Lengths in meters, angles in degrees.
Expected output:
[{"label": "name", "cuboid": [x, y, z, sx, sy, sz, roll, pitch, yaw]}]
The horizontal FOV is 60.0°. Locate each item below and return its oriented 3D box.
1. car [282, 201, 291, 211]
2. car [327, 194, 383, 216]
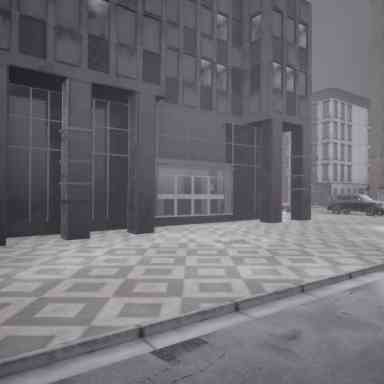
[{"label": "car", "cuboid": [9.964, 1.499, 40.005, 1.812, 1.442, 4.674, 1, 0, -36]}, {"label": "car", "cuboid": [15.795, 1.191, 31.887, 2.150, 2.045, 5.566, 1, -1, -36]}]
